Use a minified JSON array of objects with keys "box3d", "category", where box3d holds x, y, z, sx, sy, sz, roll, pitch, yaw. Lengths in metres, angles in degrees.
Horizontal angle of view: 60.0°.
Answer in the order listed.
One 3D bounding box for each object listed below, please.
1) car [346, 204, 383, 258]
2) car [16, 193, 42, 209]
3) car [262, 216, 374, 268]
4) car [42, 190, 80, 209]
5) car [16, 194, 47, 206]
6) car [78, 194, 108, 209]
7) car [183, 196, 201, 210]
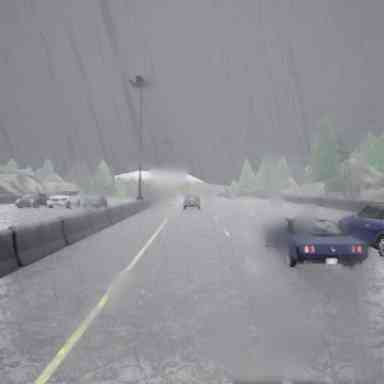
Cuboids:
[{"box3d":[7.093,1.201,12.107,2.097,1.767,4.553,0,1,0],"category":"car"},{"box3d":[-17.595,0.888,36.980,2.097,1.767,4.553,0,1,0],"category":"car"},{"box3d":[3.594,1.466,10.764,1.895,1.301,4.718,0,1,0],"category":"car"},{"box3d":[-14.096,0.761,37.075,2.150,2.045,5.566,0,0,0],"category":"car"},{"box3d":[-21.095,0.976,43.880,1.812,1.442,4.674,0,1,0],"category":"car"},{"box3d":[-10.598,1.068,36.655,1.812,1.442,4.674,0,1,0],"category":"car"},{"box3d":[0.007,1.100,35.882,2.033,1.411,5.357,0,1,1],"category":"car"}]
